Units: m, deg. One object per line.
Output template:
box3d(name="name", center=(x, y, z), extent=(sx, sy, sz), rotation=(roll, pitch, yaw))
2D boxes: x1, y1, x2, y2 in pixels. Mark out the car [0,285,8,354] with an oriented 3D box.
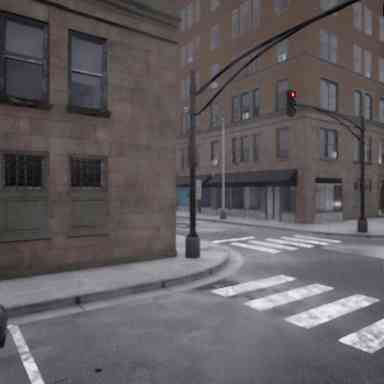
box3d(name="car", center=(-4.262, 1.549, 3.147), extent=(4.403, 1.369, 2.008), rotation=(0, 0, -36))
